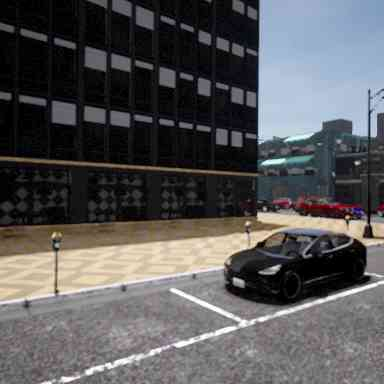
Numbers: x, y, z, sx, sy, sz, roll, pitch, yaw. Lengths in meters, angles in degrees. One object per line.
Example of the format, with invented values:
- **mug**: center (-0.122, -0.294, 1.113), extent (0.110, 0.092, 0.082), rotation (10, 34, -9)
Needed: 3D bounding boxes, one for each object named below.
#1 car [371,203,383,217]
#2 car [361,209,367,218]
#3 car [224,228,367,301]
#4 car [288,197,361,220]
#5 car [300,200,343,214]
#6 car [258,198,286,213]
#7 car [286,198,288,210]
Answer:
- **car**: center (18.083, 1.732, 33.667), extent (1.887, 1.381, 4.507), rotation (2, 0, -36)
- **car**: center (13.297, 1.622, 30.384), extent (1.812, 1.442, 4.674), rotation (1, 0, -38)
- **car**: center (2.804, 1.642, 8.552), extent (4.313, 1.339, 1.947), rotation (1, 0, -35)
- **car**: center (11.336, 1.373, 28.710), extent (2.192, 1.841, 5.009), rotation (2, 0, -36)
- **car**: center (14.800, 1.701, 38.137), extent (1.802, 1.307, 4.206), rotation (2, 0, -36)
- **car**: center (7.798, 1.485, 37.881), extent (1.837, 1.490, 4.892), rotation (1, 0, -36)
- **car**: center (11.521, 1.490, 42.611), extent (1.967, 1.590, 4.097), rotation (2, 0, -36)
